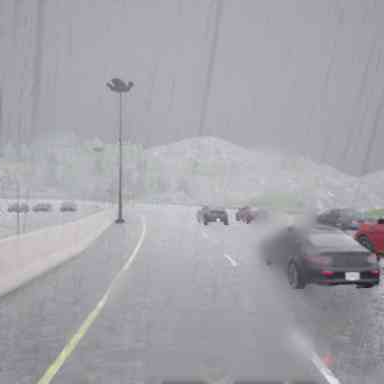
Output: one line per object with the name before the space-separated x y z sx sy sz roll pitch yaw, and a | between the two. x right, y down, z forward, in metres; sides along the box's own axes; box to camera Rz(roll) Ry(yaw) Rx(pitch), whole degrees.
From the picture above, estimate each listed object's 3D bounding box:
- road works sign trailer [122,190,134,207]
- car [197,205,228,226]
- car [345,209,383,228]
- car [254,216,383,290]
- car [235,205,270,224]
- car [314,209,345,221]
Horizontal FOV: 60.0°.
road works sign trailer | -13.432 1.296 68.750 2.380 3.560 2.880 0 -1 -24
car | 1.557 1.802 26.451 1.837 1.490 4.892 0 -1 -8
car | 6.786 1.303 9.212 2.150 2.045 5.566 0 -1 -3
car | 3.261 1.621 9.265 1.812 1.442 4.674 0 -1 -3
car | 4.935 1.821 27.406 1.812 1.442 4.674 0 -1 -8
car | 9.349 1.754 20.984 2.033 1.411 5.357 0 -1 -6
